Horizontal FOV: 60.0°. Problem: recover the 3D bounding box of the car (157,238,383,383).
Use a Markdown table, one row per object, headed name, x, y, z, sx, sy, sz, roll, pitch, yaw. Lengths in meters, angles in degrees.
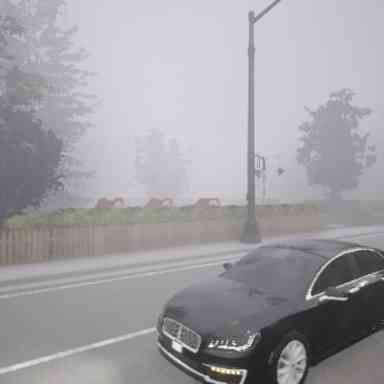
| name | x | y | z | sx | sy | sz | roll | pitch | yaw |
| --- | --- | --- | --- | --- | --- | --- | --- | --- | --- |
| car | 1.770 | 1.572 | 5.329 | 4.892 | 1.490 | 1.837 | 1 | -1 | -37 |
